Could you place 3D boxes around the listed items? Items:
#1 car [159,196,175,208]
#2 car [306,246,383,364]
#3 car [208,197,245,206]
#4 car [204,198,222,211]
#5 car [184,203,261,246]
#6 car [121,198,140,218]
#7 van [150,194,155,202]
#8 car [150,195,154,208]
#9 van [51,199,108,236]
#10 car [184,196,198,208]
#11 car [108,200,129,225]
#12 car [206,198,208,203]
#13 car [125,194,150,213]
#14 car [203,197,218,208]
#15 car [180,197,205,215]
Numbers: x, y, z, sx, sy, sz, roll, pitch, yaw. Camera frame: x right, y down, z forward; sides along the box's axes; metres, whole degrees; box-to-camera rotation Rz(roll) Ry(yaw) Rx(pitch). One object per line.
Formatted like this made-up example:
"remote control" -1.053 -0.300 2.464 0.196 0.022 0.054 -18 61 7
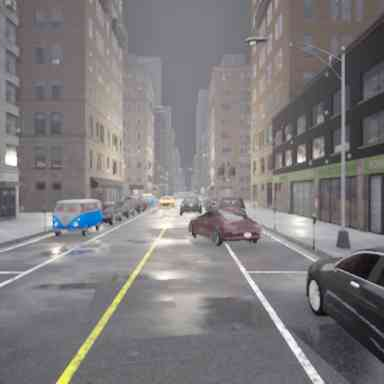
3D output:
"car" -3.275 1.318 44.212 1.882 1.535 5.008 0 0 0
"car" 3.123 1.488 4.559 1.837 1.490 4.892 0 0 0
"car" 2.554 1.234 23.168 2.192 1.841 5.009 0 0 0
"car" 2.468 1.422 39.924 1.947 1.339 4.313 0 0 0
"car" 1.356 1.473 14.962 1.812 1.442 4.674 0 0 -20
"car" -6.000 1.465 28.706 1.947 1.339 4.313 0 0 0
"van" -6.085 1.177 45.463 1.690 1.788 3.998 0 0 0
"car" -6.057 1.402 39.878 1.887 1.381 4.507 0 0 0
"van" -5.944 1.281 17.533 1.690 1.788 3.998 0 0 0
"car" -0.156 1.360 45.800 1.812 1.442 4.674 0 0 0
"car" -5.972 1.486 23.120 1.947 1.339 4.313 0 0 0
"car" 2.525 1.449 28.755 2.008 1.369 4.403 0 0 0
"car" -6.028 1.193 34.290 2.192 1.841 5.009 0 0 0
"car" 2.439 1.417 45.509 1.802 1.307 4.206 0 0 0
"car" -0.083 1.238 32.261 2.097 1.767 4.553 0 0 0
